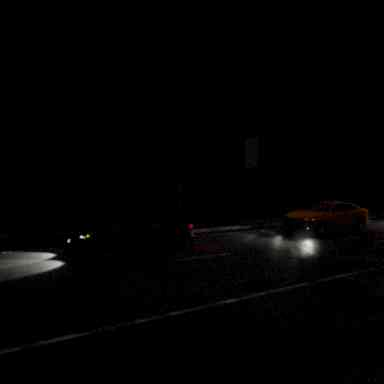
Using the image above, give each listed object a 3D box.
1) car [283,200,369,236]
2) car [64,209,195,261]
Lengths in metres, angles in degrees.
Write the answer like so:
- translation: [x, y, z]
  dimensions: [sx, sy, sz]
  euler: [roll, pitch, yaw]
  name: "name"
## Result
- translation: [6.679, 1.175, 16.458]
  dimensions: [5.008, 1.535, 1.882]
  euler: [0, 2, -32]
  name: "car"
- translation: [-1.981, 1.273, 11.001]
  dimensions: [4.181, 1.385, 1.994]
  euler: [0, 2, -32]
  name: "car"
